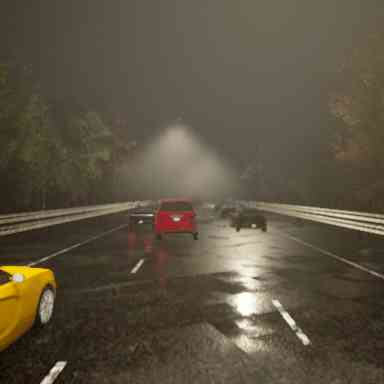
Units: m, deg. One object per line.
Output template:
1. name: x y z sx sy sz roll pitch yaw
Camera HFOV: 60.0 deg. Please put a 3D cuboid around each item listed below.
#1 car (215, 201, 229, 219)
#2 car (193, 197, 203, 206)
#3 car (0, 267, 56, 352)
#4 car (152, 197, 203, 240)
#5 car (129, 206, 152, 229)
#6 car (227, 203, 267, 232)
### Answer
1. car: 3.757 1.840 32.686 2.128 1.511 4.902 0 -1 1
2. car: 1.312 2.119 74.373 2.097 1.767 4.553 0 -1 2
3. car: -3.390 1.523 4.042 1.882 1.535 5.008 0 -1 0
4. car: -0.862 1.421 18.563 2.150 2.045 5.566 -1 0 -3
5. car: -3.255 1.747 23.861 2.128 1.511 4.902 0 -1 1
6. car: 3.615 1.737 21.732 1.837 1.490 4.892 0 -1 1
